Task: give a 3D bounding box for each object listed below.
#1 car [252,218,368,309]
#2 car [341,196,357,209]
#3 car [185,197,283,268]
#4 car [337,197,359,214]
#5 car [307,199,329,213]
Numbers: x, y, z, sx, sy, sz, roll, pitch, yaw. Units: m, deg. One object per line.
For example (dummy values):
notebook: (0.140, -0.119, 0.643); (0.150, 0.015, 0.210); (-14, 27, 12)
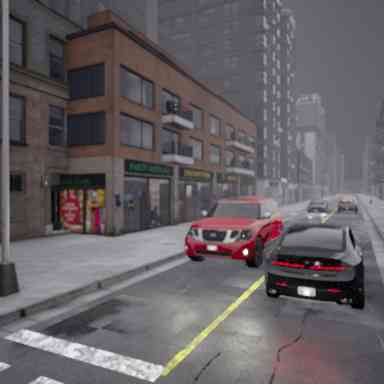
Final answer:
car: (3.075, 1.490, 8.002); (1.837, 1.490, 4.892); (0, 0, 26)
car: (20.897, 1.377, 44.198); (1.882, 1.535, 5.008); (0, 0, 26)
car: (1.779, 1.212, 11.827); (2.150, 2.045, 5.566); (0, 0, 26)
car: (16.331, 1.416, 34.822); (2.128, 1.511, 4.902); (0, 0, 27)
car: (13.573, 1.483, 35.671); (2.033, 1.411, 5.357); (0, 0, 27)
